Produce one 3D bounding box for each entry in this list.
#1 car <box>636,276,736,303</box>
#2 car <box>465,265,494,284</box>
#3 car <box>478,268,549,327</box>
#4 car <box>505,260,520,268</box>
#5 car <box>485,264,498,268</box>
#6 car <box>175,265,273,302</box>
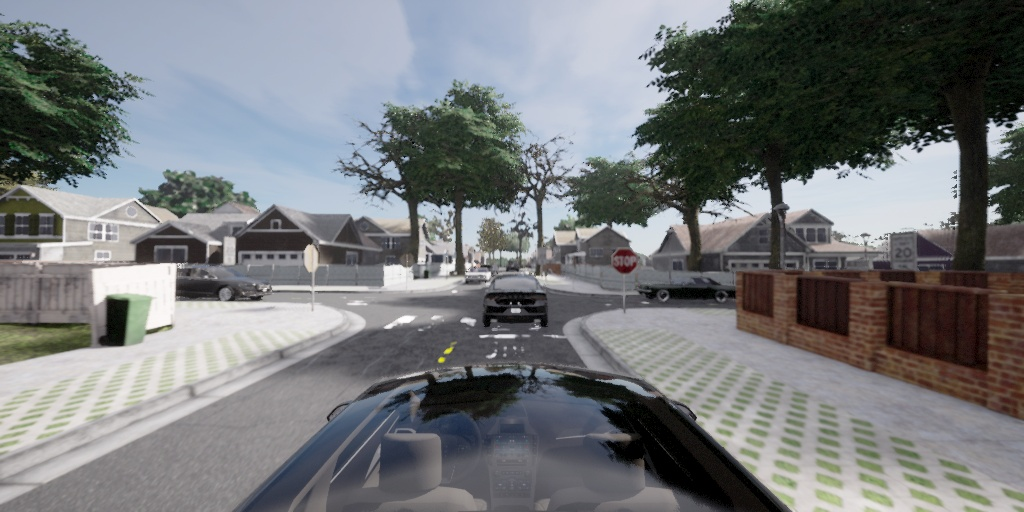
[{"bbox_3d":[9.017,1.698,18.643,4.718,1.301,1.895,1,-2,-1],"label":"car"},{"bbox_3d":[-2.849,1.648,30.415,1.895,1.301,4.718,0,-1,0],"label":"car"},{"bbox_3d":[0.100,1.318,12.000,1.882,1.535,5.008,0,0,0],"label":"car"},{"bbox_3d":[0.097,1.780,60.579,2.150,2.045,5.566,0,-1,0],"label":"car"},{"bbox_3d":[-2.843,1.705,40.786,1.837,1.490,4.892,0,-1,0],"label":"car"},{"bbox_3d":[-12.946,1.170,15.352,4.892,1.490,1.837,1,-2,2],"label":"car"}]
